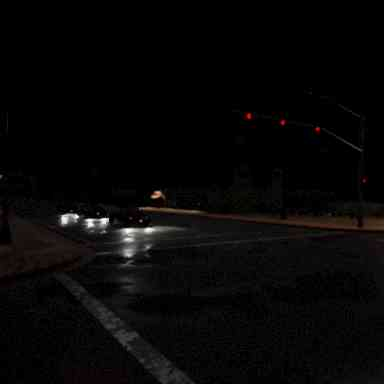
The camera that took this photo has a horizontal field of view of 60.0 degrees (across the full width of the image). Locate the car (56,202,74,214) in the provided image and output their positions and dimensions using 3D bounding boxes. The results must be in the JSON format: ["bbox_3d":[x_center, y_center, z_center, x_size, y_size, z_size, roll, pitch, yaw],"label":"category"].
[{"bbox_3d":[-15.327,1.915,40.977,1.895,1.301,4.718,1,-1,-33],"label":"car"}]

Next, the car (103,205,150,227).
[{"bbox_3d":[-4.830,1.753,25.059,1.812,1.442,4.674,1,-1,-34],"label":"car"}]

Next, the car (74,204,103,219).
[{"bbox_3d":[-9.791,1.832,32.561,1.994,1.385,4.181,1,-1,-33],"label":"car"}]
